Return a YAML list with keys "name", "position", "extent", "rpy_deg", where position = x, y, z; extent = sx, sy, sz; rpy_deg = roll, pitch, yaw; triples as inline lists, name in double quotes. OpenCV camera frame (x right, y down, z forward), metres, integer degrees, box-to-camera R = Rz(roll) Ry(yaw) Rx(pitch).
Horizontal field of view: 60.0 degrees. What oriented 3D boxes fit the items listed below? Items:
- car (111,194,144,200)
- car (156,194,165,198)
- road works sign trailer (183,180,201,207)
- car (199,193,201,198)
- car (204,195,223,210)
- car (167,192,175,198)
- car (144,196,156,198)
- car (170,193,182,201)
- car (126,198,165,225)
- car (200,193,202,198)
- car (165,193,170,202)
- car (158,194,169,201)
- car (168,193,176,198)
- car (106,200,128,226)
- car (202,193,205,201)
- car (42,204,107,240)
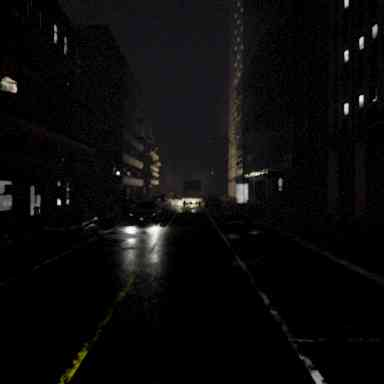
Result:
- name: "car"
  position: [-5.688, 1.129, 27.432]
  extent: [2.192, 1.841, 5.009]
  rpy_deg: [0, 0, 0]
- name: "car"
  position: [-5.685, 1.217, 50.027]
  extent: [2.008, 1.369, 4.403]
  rpy_deg: [0, 0, 0]
- name: "road works sign trailer"
  position: [0.005, 0.165, 44.530]
  extent: [2.380, 3.560, 2.880]
  rpy_deg: [0, 0, 0]
- name: "car"
  position: [2.697, 1.160, 61.323]
  extent: [1.947, 1.339, 4.313]
  rpy_deg: [0, 0, 0]
- name: "car"
  position: [2.694, 1.263, 38.899]
  extent: [1.752, 1.417, 4.829]
  rpy_deg: [0, 0, 0]
- name: "car"
  position: [-5.680, 0.868, 89.565]
  extent: [1.967, 1.590, 4.097]
  rpy_deg: [0, 0, 0]
- name: "car"
  position: [-5.686, 1.180, 38.730]
  extent: [1.967, 1.590, 4.097]
  rpy_deg: [0, 0, 0]
- name: "car"
  position: [-3.008, 1.094, 65.594]
  extent: [1.812, 1.442, 4.674]
  rpy_deg: [0, 0, 1]
- name: "car"
  position: [-3.098, 1.370, 22.744]
  extent: [1.812, 1.442, 4.674]
  rpy_deg: [0, 0, 0]
- name: "car"
  position: [2.695, 1.216, 50.027]
  extent: [2.008, 1.369, 4.403]
  rpy_deg: [0, 0, 0]
- name: "car"
  position: [-5.684, 1.162, 61.324]
  extent: [1.947, 1.339, 4.313]
  rpy_deg: [0, 0, 0]
- name: "car"
  position: [-5.683, 1.088, 66.803]
  extent: [1.752, 1.417, 4.829]
  rpy_deg: [0, 0, 0]
- name: "car"
  position: [-5.679, 0.977, 95.215]
  extent: [1.802, 1.307, 4.206]
  rpy_deg: [0, 0, 0]
- name: "car"
  position: [-5.688, 1.433, 21.785]
  extent: [1.802, 1.307, 4.206]
  rpy_deg: [0, 0, 0]
- name: "car"
  position: [2.695, 1.142, 44.376]
  extent: [1.967, 1.590, 4.097]
  rpy_deg: [0, 0, 0]
- name: "car"
  position: [-5.689, 1.470, 16.137]
  extent: [1.802, 1.307, 4.206]
  rpy_deg: [0, 0, 0]
